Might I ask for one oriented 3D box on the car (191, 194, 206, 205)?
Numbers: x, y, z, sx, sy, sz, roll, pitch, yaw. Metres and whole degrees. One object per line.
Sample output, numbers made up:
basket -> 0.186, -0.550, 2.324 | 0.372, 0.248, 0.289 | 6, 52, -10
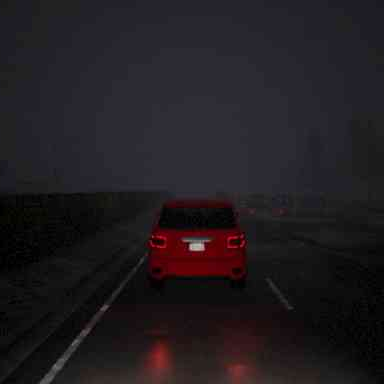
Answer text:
car -> 0.967, 1.060, 50.166 | 2.128, 1.511, 4.902 | 0, 0, 1

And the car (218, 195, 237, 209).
car -> 4.276, 1.130, 40.512 | 1.882, 1.535, 5.008 | 0, 0, 1

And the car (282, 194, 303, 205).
car -> 14.965, 1.079, 49.888 | 1.837, 1.490, 4.892 | 0, 0, 1

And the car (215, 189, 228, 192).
car -> 4.467, 0.791, 50.125 | 2.150, 2.045, 5.566 | 0, 0, 1

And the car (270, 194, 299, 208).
car -> 11.298, 0.997, 41.558 | 2.097, 1.767, 4.553 | 0, 0, 1

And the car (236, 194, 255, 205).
car -> 7.966, 1.063, 50.027 | 2.128, 1.511, 4.902 | 0, 0, 1

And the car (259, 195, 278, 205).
car -> 11.465, 1.137, 49.958 | 1.994, 1.385, 4.181 | 0, 0, 1

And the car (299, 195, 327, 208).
car -> 14.782, 1.131, 40.720 | 1.882, 1.535, 5.008 | 0, 0, 1

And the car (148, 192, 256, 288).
car -> 0.152, 1.141, 9.171 | 2.150, 2.045, 5.566 | 0, 0, 1

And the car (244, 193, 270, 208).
car -> 7.783, 1.002, 40.828 | 2.097, 1.767, 4.553 | 0, 0, 1
